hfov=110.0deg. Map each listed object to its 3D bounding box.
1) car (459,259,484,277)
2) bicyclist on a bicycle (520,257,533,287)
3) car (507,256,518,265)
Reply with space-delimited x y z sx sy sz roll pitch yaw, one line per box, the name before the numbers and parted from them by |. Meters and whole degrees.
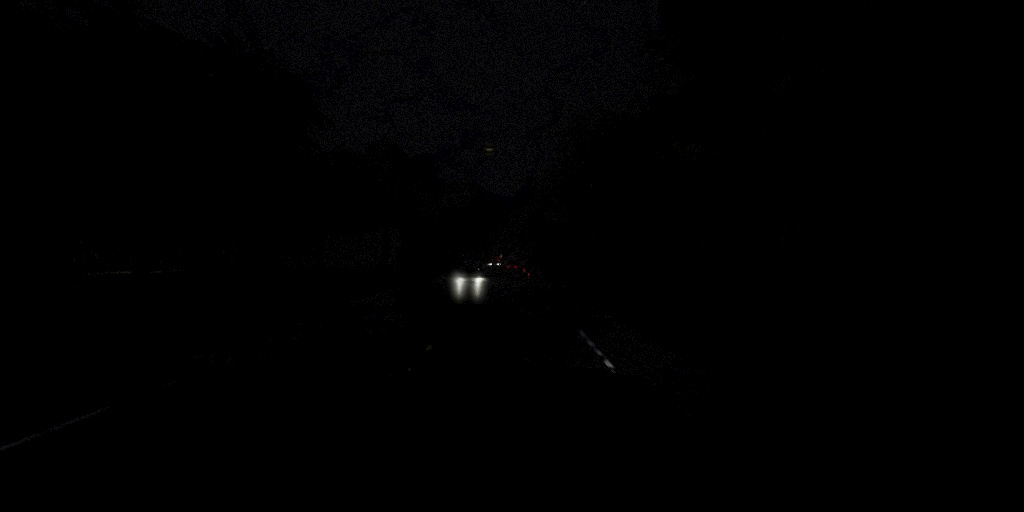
car | -3.571 0.988 32.146 1.882 1.535 5.008 0 0 0
bicyclist on a bicycle | 0.967 0.964 21.461 0.659 1.776 1.843 0 1 0
car | 0.057 0.917 61.214 1.895 1.301 4.718 0 0 1
